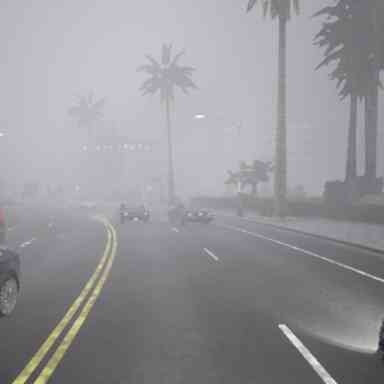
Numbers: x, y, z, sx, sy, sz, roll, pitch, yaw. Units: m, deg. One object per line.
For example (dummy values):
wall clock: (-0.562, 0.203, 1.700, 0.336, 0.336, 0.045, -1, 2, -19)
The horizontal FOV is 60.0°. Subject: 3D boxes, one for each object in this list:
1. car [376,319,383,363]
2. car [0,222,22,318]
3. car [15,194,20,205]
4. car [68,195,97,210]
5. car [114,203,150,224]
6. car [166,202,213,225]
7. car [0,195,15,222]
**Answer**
car: (3.309, 1.547, 2.367, 1.994, 1.385, 4.181, 0, 0, -3)
car: (-4.007, 1.461, 4.441, 2.128, 1.511, 4.902, 0, 0, -6)
car: (-26.293, 1.215, 45.680, 4.892, 1.490, 1.837, 0, 0, 30)
car: (-12.861, 1.346, 38.849, 1.895, 1.301, 4.718, 0, 0, -39)
car: (-4.390, 1.447, 23.511, 1.895, 1.301, 4.718, 0, 0, -20)
car: (-0.295, 1.400, 22.503, 2.033, 1.411, 5.357, 0, 0, -18)
car: (-8.544, 1.142, 11.988, 2.150, 2.045, 5.566, 0, 0, -12)
